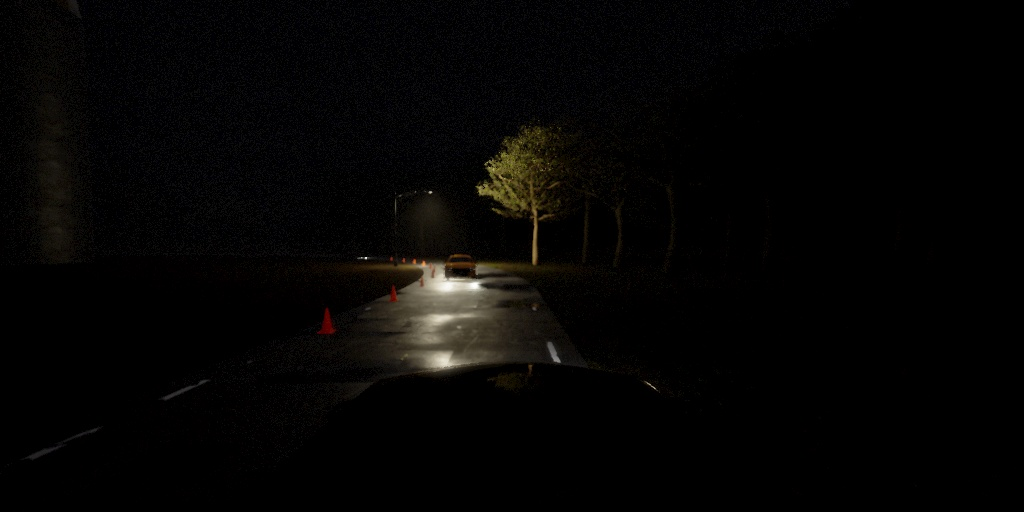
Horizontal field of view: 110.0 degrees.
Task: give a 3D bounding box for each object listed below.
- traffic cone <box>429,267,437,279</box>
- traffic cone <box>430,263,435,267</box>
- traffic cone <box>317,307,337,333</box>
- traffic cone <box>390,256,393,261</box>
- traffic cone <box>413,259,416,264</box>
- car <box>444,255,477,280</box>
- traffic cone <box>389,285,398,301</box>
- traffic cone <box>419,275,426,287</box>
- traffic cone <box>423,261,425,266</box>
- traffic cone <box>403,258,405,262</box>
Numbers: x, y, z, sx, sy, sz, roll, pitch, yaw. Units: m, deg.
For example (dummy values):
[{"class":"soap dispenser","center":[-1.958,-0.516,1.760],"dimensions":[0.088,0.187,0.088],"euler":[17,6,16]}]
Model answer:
[{"class":"traffic cone","center":[-5.122,1.162,23.258],"dimensions":[0.340,0.580,0.340],"euler":[0,0,-9]},{"class":"traffic cone","center":[-6.036,1.028,27.948],"dimensions":[0.340,0.580,0.340],"euler":[0,0,-14]},{"class":"traffic cone","center":[-4.446,1.534,8.630],"dimensions":[0.340,0.580,0.340],"euler":[0,0,-1]},{"class":"traffic cone","center":[-16.512,0.332,49.210],"dimensions":[0.340,0.580,0.340],"euler":[0,0,-39]},{"class":"traffic cone","center":[-11.197,0.597,41.279],"dimensions":[0.340,0.580,0.340],"euler":[0,0,-29]},{"class":"car","center":[-3.426,0.665,23.777],"dimensions":[1.882,1.535,5.008],"euler":[0,2,-10]},{"class":"traffic cone","center":[-4.505,1.409,13.629],"dimensions":[0.340,0.580,0.340],"euler":[0,0,-1]},{"class":"traffic cone","center":[-4.625,1.288,18.506],"dimensions":[0.340,0.580,0.340],"euler":[0,0,-3]},{"class":"traffic cone","center":[-9.086,0.743,36.994],"dimensions":[0.340,0.580,0.340],"euler":[0,0,-24]},{"class":"traffic cone","center":[-13.679,0.460,45.362],"dimensions":[0.340,0.580,0.340],"euler":[0,0,-34]}]
